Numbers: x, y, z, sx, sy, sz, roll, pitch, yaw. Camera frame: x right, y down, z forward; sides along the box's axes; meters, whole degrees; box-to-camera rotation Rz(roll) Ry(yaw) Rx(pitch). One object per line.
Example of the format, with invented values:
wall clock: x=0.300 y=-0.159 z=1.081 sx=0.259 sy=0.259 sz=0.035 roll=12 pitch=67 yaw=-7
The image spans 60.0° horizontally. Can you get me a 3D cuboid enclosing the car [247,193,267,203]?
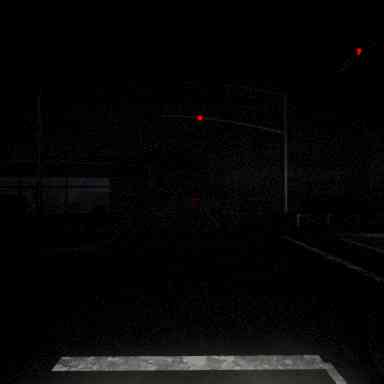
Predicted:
car: x=12.827 y=1.361 z=65.605 sx=3.806 sy=1.475 sz=1.970 roll=0 pitch=0 yaw=0

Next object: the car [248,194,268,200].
car: x=18.102 y=1.333 z=91.563 sx=4.902 sy=1.511 sz=2.128 roll=0 pitch=0 yaw=0

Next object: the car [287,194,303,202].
car: x=21.306 y=1.097 z=65.675 sx=4.605 sy=1.855 sz=1.932 roll=0 pitch=0 yaw=0

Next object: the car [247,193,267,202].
car: x=13.426 y=1.077 z=68.932 sx=3.866 sy=1.878 sz=1.905 roll=0 pitch=0 yaw=0

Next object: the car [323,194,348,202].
car: x=31.291 y=1.298 z=72.653 sx=4.514 sy=1.523 sz=2.007 roll=0 pitch=0 yaw=0

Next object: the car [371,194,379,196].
car: x=38.354 y=1.232 z=69.017 sx=3.806 sy=1.475 sz=1.970 roll=0 pitch=0 yaw=0

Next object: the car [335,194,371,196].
car: x=20.636 y=1.320 z=43.223 sx=3.633 sy=1.501 sz=1.845 roll=0 pitch=0 yaw=0

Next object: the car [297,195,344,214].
car: x=13.006 y=1.330 z=31.348 sx=5.027 sy=1.636 sz=2.152 roll=0 pitch=0 yaw=0

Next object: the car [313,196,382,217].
car: x=13.070 y=1.339 z=28.212 sx=4.514 sy=1.523 sz=2.007 roll=0 pitch=0 yaw=0

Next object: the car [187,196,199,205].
car: x=0.229 y=1.505 z=59.243 sx=1.837 sy=1.490 sz=4.892 roll=0 pitch=0 yaw=0

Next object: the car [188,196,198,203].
car: x=0.249 y=1.547 z=69.629 sx=2.033 sy=1.411 sz=5.357 roll=0 pitch=0 yaw=0

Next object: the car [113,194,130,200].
car: x=-19.433 y=1.332 z=91.525 sx=4.674 sy=1.442 sz=1.812 roll=0 pitch=0 yaw=0

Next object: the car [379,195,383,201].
car: x=38.701 y=1.153 z=62.601 sx=5.027 sy=1.636 sz=2.152 roll=0 pitch=0 yaw=0
